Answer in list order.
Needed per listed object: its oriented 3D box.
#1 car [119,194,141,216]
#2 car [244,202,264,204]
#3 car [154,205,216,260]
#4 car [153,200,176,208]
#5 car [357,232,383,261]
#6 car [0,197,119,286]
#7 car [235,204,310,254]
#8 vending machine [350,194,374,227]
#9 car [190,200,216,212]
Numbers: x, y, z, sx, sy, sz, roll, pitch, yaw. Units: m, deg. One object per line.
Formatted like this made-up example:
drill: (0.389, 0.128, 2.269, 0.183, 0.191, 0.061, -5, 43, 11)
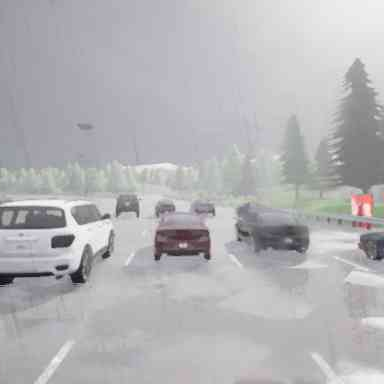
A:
car: (-6.154, 1.231, 32.150, 2.150, 2.045, 5.566, 0, 0, -9)
car: (5.121, 1.524, 27.792, 2.033, 1.411, 5.357, 0, 0, -8)
car: (-0.416, 1.475, 12.596, 1.882, 1.535, 5.008, 0, 0, -4)
car: (-2.602, 1.504, 31.987, 1.837, 1.490, 4.892, 0, 0, -9)
car: (6.804, 1.524, 9.207, 2.033, 1.411, 5.357, 0, 0, -3)
car: (-3.744, 1.230, 9.664, 2.150, 2.045, 5.566, 0, 0, -3)
car: (3.033, 1.465, 13.510, 1.882, 1.535, 5.008, 0, 0, -4)
vending machine: (10.883, 1.156, 21.315, 1.100, 2.100, 0.880, 0, 0, -6)
car: (0.959, 1.480, 31.804, 2.128, 1.511, 4.902, 0, 0, -9)
